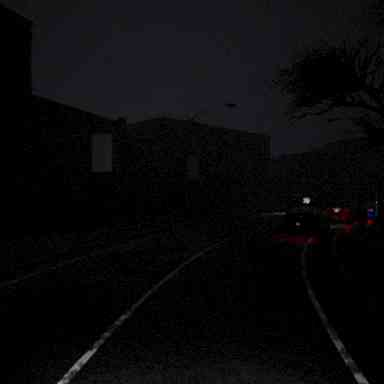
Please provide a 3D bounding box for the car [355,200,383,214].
[{"bbox_3d":[21.620,1.692,38.738,4.902,1.511,2.128,1,1,-26],"label":"car"}]

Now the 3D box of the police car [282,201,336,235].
[{"bbox_3d":[6.851,1.473,19.587,1.930,1.638,5.238,1,0,31],"label":"police car"}]

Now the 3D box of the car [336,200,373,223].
[{"bbox_3d":[12.498,1.469,26.839,2.097,1.767,4.553,2,1,44],"label":"car"}]

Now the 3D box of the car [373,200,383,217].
[{"bbox_3d":[16.714,1.707,30.576,4.674,1.442,1.812,1,1,-38],"label":"car"}]
